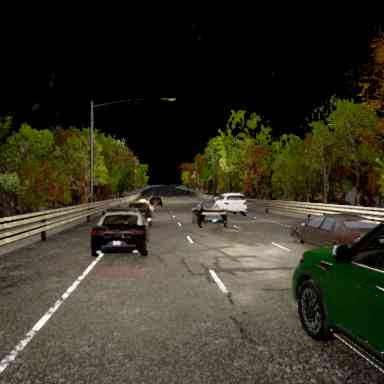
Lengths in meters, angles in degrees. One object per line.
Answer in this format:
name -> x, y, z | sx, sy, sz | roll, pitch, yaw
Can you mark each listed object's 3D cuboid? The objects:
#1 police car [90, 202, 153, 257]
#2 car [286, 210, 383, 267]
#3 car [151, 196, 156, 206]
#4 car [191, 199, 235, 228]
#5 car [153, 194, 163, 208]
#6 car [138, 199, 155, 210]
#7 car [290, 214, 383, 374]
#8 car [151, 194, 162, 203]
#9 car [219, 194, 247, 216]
police car -> -2.650, 1.417, 13.114 | 1.930, 1.638, 5.238 | 0, 0, -6
car -> 5.588, 1.540, 12.682 | 2.033, 1.411, 5.357 | 0, 0, -6
car -> -4.313, 1.437, 29.112 | 1.801, 1.575, 5.366 | 0, 0, -6
car -> 1.089, 1.479, 22.110 | 2.128, 1.511, 4.902 | 0, 0, -6
car -> -5.242, 1.448, 48.208 | 1.882, 1.535, 5.008 | 0, 0, -6
car -> -3.673, 1.491, 22.953 | 1.837, 1.490, 4.892 | 0, 0, -6
car -> 3.031, 1.217, 3.432 | 2.150, 2.045, 5.566 | 0, 0, -6
car -> -7.146, 1.236, 66.536 | 2.097, 1.767, 4.553 | 0, 1, -6
car -> 3.600, 1.198, 31.796 | 2.150, 2.045, 5.566 | 0, -1, -6
